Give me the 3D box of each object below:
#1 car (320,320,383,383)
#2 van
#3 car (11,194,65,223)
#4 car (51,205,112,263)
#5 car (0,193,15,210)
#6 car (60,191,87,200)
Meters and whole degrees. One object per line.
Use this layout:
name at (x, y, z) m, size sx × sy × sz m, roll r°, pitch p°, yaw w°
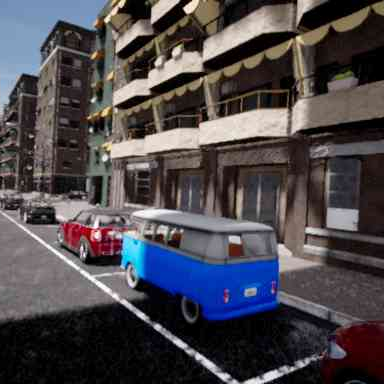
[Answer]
car at (3.065, 1.736, 2.411) m, size 1.802 × 1.307 × 4.206 m, roll 3°, pitch 0°, yaw -35°
van at (-0.088, 1.344, 6.946) m, size 1.690 × 1.788 × 3.998 m, roll 3°, pitch 0°, yaw -35°
car at (-9.594, 1.102, 20.552) m, size 2.008 × 1.369 × 4.403 m, roll 3°, pitch 0°, yaw -35°
car at (-3.258, 1.292, 11.482) m, size 1.967 × 1.590 × 4.097 m, roll 3°, pitch 0°, yaw -35°
car at (-15.925, 0.804, 29.623) m, size 2.008 × 1.369 × 4.403 m, roll 3°, pitch 0°, yaw -35°
car at (-18.227, 0.523, 51.681) m, size 4.403 × 1.369 × 2.008 m, roll 2°, pitch 1°, yaw -36°
